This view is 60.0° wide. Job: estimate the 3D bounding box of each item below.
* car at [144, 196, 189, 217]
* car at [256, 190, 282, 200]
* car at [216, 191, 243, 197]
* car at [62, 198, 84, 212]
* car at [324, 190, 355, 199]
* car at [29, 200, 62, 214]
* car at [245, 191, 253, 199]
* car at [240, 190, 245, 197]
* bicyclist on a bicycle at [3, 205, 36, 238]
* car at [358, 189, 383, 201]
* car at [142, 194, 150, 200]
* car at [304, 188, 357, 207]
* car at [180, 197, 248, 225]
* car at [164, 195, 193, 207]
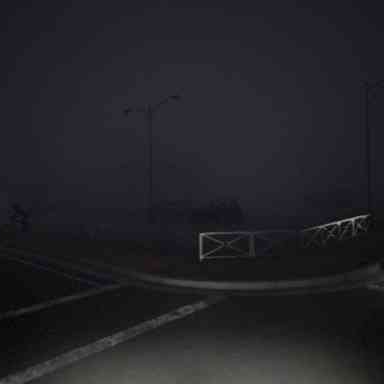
[{"bbox_3d":[-1.989,1.363,28.593,3.806,1.475,1.970,-1,0,43],"label":"car"},{"bbox_3d":[14.089,0.559,60.718,4.605,1.855,1.932,-1,0,43],"label":"car"},{"bbox_3d":[5.058,1.024,52.120,4.514,1.523,2.007,-1,0,43],"label":"car"},{"bbox_3d":[-15.501,1.634,41.469,5.027,1.636,2.152,-1,0,43],"label":"car"},{"bbox_3d":[26.140,0.443,58.933,4.514,1.523,2.007,-1,0,43],"label":"car"},{"bbox_3d":[-17.608,1.706,39.145,4.514,1.523,2.007,-1,0,43],"label":"car"},{"bbox_3d":[10.598,0.610,68.498,3.866,1.878,1.905,-1,0,43],"label":"car"},{"bbox_3d":[7.887,0.972,66.492,3.806,1.475,1.970,-1,0,43],"label":"car"},{"bbox_3d":[-8.826,1.494,17.048,0.582,1.620,1.656,-1,1,43],"label":"bicyclist on a bicycle"},{"bbox_3d":[24.620,0.373,46.537,5.027,1.636,2.152,-1,0,43],"label":"car"},{"bbox_3d":[-13.810,1.600,92.157,2.242,1.667,4.611,-1,0,43],"label":"car"},{"bbox_3d":[14.184,0.628,34.803,4.605,1.855,1.932,-1,0,43],"label":"car"},{"bbox_3d":[1.384,1.283,21.343,3.633,1.501,1.845,-1,0,43],"label":"car"},{"bbox_3d":[-1.806,1.249,44.860,3.633,1.501,1.845,-1,0,43],"label":"car"}]
